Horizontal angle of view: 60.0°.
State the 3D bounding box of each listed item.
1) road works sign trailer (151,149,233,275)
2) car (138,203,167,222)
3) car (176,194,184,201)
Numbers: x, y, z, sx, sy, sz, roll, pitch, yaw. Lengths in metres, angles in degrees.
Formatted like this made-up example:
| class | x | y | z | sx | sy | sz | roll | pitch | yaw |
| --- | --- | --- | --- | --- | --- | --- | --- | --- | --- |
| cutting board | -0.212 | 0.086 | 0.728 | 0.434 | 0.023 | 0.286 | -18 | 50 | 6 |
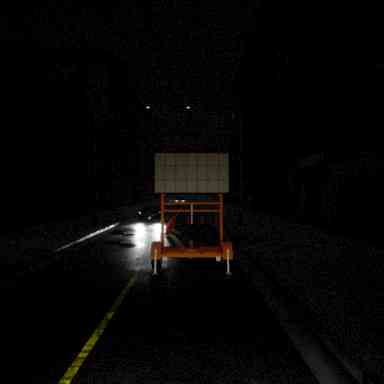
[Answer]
| class | x | y | z | sx | sy | sz | roll | pitch | yaw |
| --- | --- | --- | --- | --- | --- | --- | --- | --- | --- |
| road works sign trailer | -0.005 | 0.463 | 10.473 | 2.380 | 3.560 | 2.880 | 0 | 0 | 0 |
| car | -3.113 | 1.591 | 26.548 | 1.895 | 1.301 | 4.718 | 0 | 0 | 0 |
| car | -3.040 | 1.361 | 84.900 | 1.882 | 1.535 | 5.008 | 0 | 0 | 0 |
